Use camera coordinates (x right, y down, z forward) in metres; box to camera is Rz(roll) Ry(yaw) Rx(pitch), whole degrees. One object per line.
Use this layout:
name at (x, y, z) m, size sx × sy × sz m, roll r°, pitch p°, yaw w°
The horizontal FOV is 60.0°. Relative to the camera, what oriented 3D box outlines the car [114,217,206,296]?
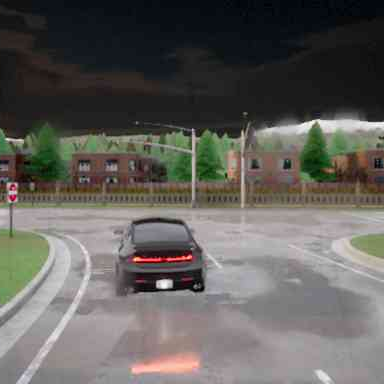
car at (-0.888, 1.387, 8.412) m, size 1.837 × 1.490 × 4.892 m, roll 0°, pitch 1°, yaw -9°
